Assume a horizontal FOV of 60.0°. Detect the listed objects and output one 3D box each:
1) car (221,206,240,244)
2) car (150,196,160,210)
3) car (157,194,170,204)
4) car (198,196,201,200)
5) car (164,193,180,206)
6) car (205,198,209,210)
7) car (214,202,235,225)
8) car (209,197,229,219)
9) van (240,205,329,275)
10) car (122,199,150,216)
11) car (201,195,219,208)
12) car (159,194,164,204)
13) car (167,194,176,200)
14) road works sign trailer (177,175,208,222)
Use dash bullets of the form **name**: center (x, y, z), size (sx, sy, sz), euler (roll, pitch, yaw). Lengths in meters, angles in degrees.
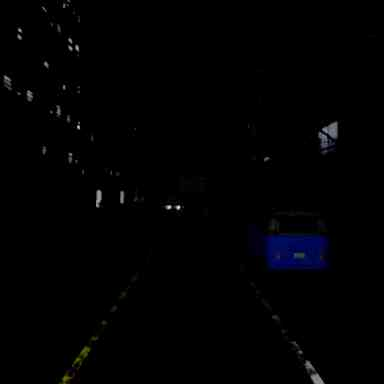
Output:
- **car**: center (2.689, 1.584, 15.811), size (1.947, 1.339, 4.313), euler (0, 0, 0)
- **car**: center (-5.696, 1.568, 43.825), size (1.752, 1.417, 4.829), euler (0, 0, 0)
- **car**: center (-5.699, 1.373, 66.542), size (2.192, 1.841, 5.009), euler (0, 0, 0)
- **car**: center (2.675, 1.599, 94.891), size (1.752, 1.417, 4.829), euler (0, 0, 0)
- **car**: center (-3.068, 1.273, 57.120), size (2.150, 2.045, 5.566), euler (0, 0, 1)
- **car**: center (2.687, 1.585, 32.720), size (2.008, 1.369, 4.403), euler (0, 0, 0)
- **car**: center (2.688, 1.569, 21.447), size (1.887, 1.381, 4.507), euler (0, 0, 0)
- **car**: center (2.687, 1.469, 27.084), size (1.967, 1.590, 4.097), euler (0, 0, 0)
- **van**: center (2.691, 1.353, 10.175), size (1.690, 1.788, 3.998), euler (0, 0, 0)
- **car**: center (-5.695, 1.600, 32.721), size (1.947, 1.339, 4.313), euler (0, 0, 0)
- **car**: center (2.686, 1.358, 43.993), size (2.192, 1.841, 5.009), euler (0, 0, 0)
- **car**: center (-5.699, 1.494, 60.905), size (1.967, 1.590, 4.097), euler (0, 0, 0)
- **car**: center (-5.704, 1.388, 94.723), size (2.192, 1.841, 5.009), euler (0, 0, 0)
- **road works sign trailer**: center (0.011, 0.493, 26.234), size (2.380, 3.560, 2.880), euler (0, 0, 0)
